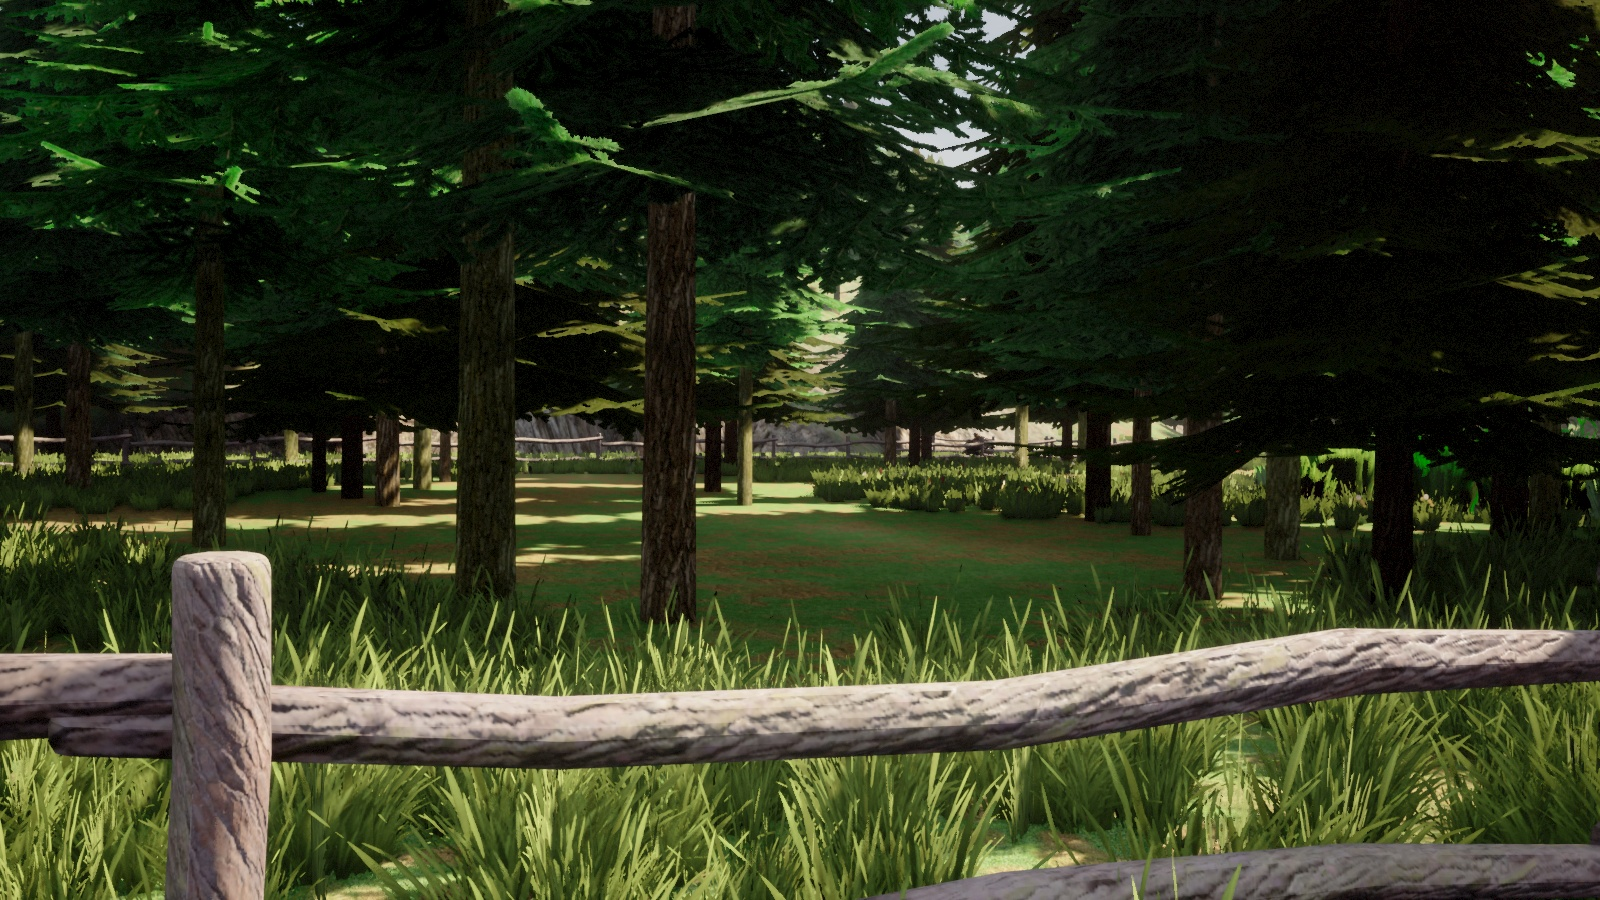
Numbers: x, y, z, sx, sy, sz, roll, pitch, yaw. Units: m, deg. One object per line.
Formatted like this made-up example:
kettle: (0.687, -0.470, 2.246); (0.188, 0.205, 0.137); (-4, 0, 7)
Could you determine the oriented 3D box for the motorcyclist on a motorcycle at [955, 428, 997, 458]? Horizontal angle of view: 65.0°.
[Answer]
motorcyclist on a motorcycle: (9.167, -0.356, 65.359); (2.044, 1.523, 0.797); (-1, 1, -28)
